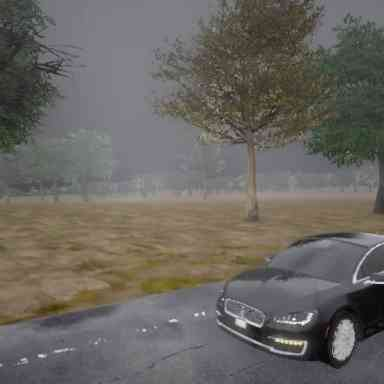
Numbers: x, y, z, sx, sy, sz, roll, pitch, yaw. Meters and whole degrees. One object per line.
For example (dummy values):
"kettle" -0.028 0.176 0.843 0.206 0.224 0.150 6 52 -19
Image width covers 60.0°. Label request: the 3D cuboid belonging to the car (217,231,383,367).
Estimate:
"car" 2.631 1.513 5.868 4.892 1.490 1.837 0 0 -36
